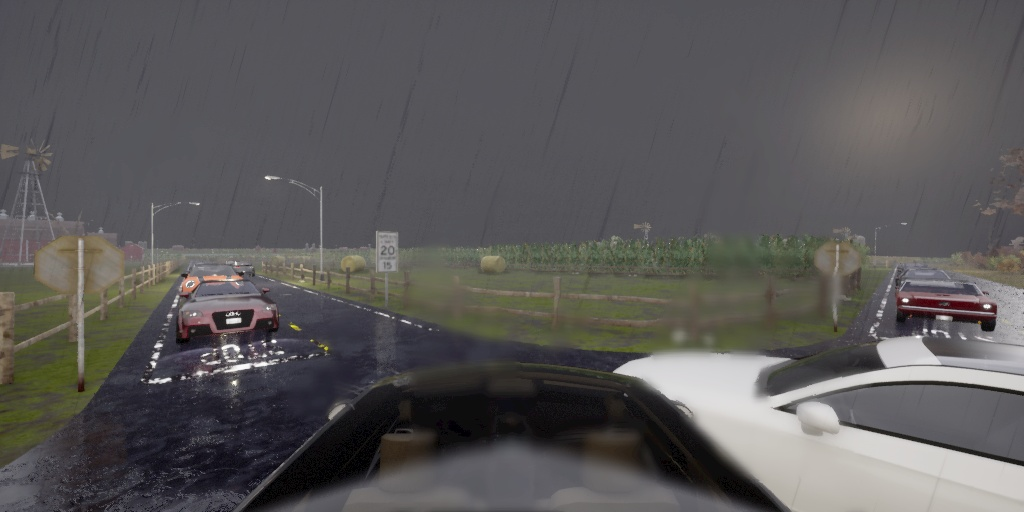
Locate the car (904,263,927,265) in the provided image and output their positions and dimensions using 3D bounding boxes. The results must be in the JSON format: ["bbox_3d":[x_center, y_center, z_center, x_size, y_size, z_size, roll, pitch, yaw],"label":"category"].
[{"bbox_3d":[27.393,1.392,24.182,4.181,1.385,1.994,0,1,-43],"label":"car"}]

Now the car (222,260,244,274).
[{"bbox_3d":[-33.625,1.292,43.170,1.837,1.490,4.892,0,0,-41],"label":"car"}]

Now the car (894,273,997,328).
[{"bbox_3d":[13.538,1.394,11.389,4.718,1.301,1.895,0,1,-43],"label":"car"}]

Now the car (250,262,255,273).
[{"bbox_3d":[-26.918,1.273,35.700,2.128,1.511,4.902,0,0,-41],"label":"car"}]

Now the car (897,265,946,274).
[{"bbox_3d":[20.627,1.357,17.940,5.357,1.411,2.033,0,1,-43],"label":"car"}]

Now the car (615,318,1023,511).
[{"bbox_3d":[2.842,1.294,2.347,1.812,1.442,4.674,0,1,-44],"label":"car"}]

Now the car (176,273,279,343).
[{"bbox_3d":[-7.923,1.353,9.953,1.994,1.385,4.181,0,0,-42],"label":"car"}]

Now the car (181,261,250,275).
[{"bbox_3d":[-13.688,1.136,16.447,2.097,1.767,4.553,0,0,-42],"label":"car"}]
